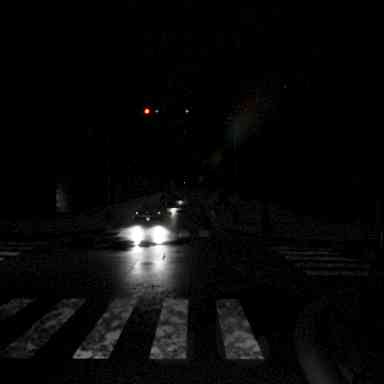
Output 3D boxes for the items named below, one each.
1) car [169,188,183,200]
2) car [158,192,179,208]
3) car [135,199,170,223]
[{"bbox_3d":[-2.783,0.403,59.432,2.150,2.045,5.566,0,1,0],"label":"car"},{"bbox_3d":[-2.869,1.065,39.128,1.837,1.490,4.892,0,1,0],"label":"car"},{"bbox_3d":[-2.865,1.415,23.800,1.895,1.301,4.718,0,1,0],"label":"car"}]
